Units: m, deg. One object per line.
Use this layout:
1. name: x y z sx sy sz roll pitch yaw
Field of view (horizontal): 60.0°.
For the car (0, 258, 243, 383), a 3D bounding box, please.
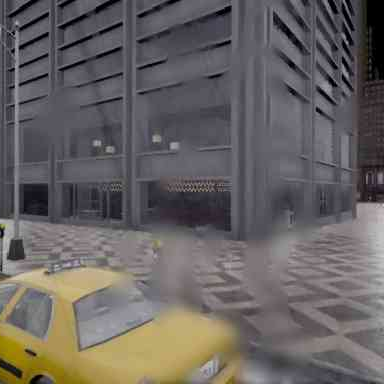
1. car: -1.763 1.525 4.224 4.829 1.417 1.752 0 0 36
